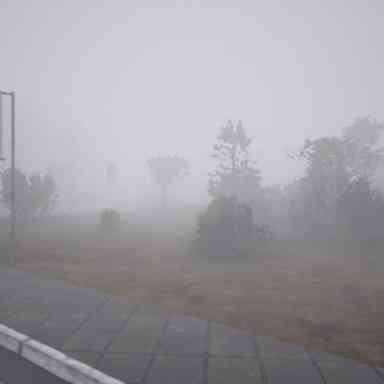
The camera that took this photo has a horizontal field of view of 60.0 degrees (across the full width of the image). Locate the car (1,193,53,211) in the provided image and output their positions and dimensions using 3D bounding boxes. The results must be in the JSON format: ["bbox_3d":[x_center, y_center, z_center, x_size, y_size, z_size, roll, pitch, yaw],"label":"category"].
[{"bbox_3d":[-20.872,1.185,42.364,2.150,2.045,5.566,0,0,38],"label":"car"}]

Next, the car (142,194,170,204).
[{"bbox_3d":[-6.521,1.230,60.154,2.128,1.511,4.902,0,1,39],"label":"car"}]

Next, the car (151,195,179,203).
[{"bbox_3d":[-4.234,1.245,57.416,2.128,1.511,4.902,0,1,39],"label":"car"}]

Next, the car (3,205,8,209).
[{"bbox_3d":[-18.969,1.444,39.147,1.882,1.535,5.008,0,0,39],"label":"car"}]
